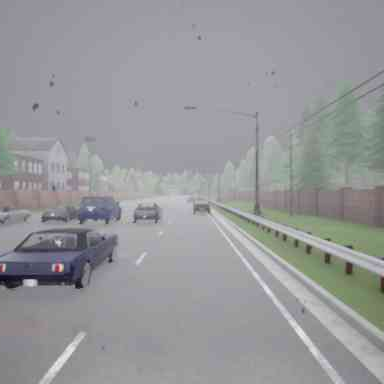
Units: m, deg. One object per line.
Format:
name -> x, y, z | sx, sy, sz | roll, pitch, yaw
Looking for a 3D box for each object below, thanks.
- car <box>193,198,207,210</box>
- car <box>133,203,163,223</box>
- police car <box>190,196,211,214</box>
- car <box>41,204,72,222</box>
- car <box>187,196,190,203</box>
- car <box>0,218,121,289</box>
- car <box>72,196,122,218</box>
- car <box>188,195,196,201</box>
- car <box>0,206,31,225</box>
car -> 1.047, 1.672, 46.943 | 1.837, 1.490, 4.892 | 0, 0, 0
car -> -3.403, 1.585, 26.314 | 2.128, 1.511, 4.902 | 0, 0, 0
police car -> 1.048, 1.557, 37.053 | 1.930, 1.638, 5.238 | 0, 0, 0
car -> -10.402, 1.658, 26.820 | 1.994, 1.385, 4.181 | 0, 0, 0
car -> -0.004, 1.624, 72.625 | 1.994, 1.385, 4.181 | 0, 0, 0
car -> -3.401, 1.634, 9.233 | 1.895, 1.301, 4.718 | 0, 0, 0
car -> -6.902, 1.311, 25.352 | 2.150, 2.045, 5.566 | 0, 0, 0
car -> -0.005, 1.668, 87.684 | 1.882, 1.535, 5.008 | 0, 0, 0
car -> -13.894, 1.688, 24.720 | 1.895, 1.301, 4.718 | 0, 0, 0
